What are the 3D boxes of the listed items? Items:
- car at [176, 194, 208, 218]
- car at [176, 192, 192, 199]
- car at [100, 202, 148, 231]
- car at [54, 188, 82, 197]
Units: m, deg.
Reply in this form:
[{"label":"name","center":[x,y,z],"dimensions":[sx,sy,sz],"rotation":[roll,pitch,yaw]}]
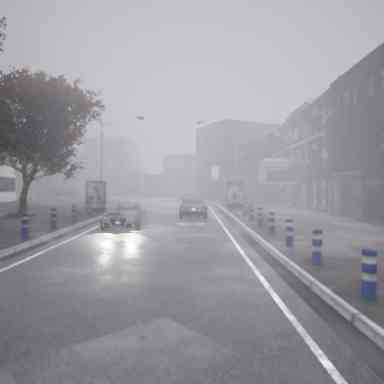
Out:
[{"label":"car","center":[0.101,1.079,24.198],"dimensions":[1.994,1.385,4.181],"rotation":[0,2,0]},{"label":"car","center":[-0.829,0.661,41.799],"dimensions":[1.994,1.385,4.181],"rotation":[0,1,-11]},{"label":"car","center":[-3.604,1.250,18.172],"dimensions":[1.994,1.385,4.181],"rotation":[0,2,0]},{"label":"car","center":[-21.516,0.135,57.702],"dimensions":[4.902,1.511,2.128],"rotation":[1,0,11]}]
